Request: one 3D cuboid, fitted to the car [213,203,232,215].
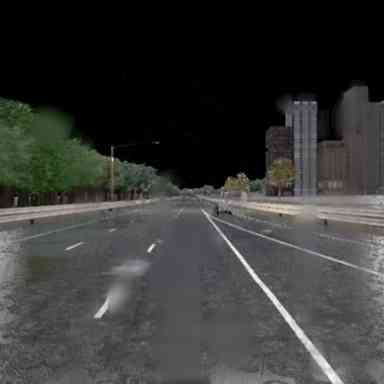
[{"bbox_3d":[3.749,2.087,41.375,2.033,1.411,5.357,0,-1,-2],"label":"car"}]
